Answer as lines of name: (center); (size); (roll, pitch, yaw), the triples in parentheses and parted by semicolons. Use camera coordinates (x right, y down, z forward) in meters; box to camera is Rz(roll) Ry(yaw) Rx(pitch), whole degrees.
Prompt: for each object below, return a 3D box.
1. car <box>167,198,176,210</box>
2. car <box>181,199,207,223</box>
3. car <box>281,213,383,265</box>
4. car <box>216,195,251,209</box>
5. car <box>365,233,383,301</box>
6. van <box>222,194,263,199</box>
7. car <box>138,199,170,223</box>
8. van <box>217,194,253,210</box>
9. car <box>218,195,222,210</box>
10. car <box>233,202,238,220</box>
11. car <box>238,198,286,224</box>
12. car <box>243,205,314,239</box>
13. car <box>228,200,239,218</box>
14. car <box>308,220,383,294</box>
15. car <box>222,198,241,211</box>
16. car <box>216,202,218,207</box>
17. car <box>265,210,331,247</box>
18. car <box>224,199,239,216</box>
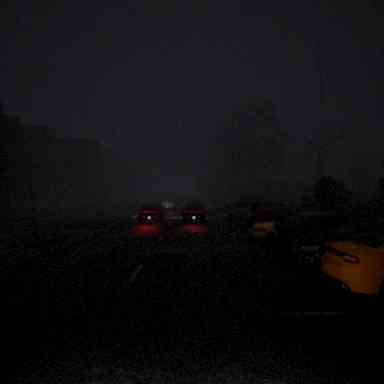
car: (-3.085, 1.563, 43.011); (1.812, 1.442, 4.674); (0, 0, 0)
car: (0.142, 1.628, 26.985); (1.837, 1.490, 4.892); (0, 0, 0)
car: (5.559, 1.561, 10.242); (4.892, 1.521, 2.231); (0, 0, 0)
car: (5.643, 1.360, 46.056); (4.553, 1.767, 2.185); (0, 1, 0)
car: (5.537, 1.523, 4.734); (4.892, 1.521, 2.231); (0, 0, 0)
van: (5.711, 1.352, 35.034); (4.442, 1.987, 1.878); (0, 0, 0)
car: (-3.132, 1.627, 26.917); (1.837, 1.490, 4.892); (0, 0, 0)
van: (5.492, 1.292, 43.303); (4.442, 1.987, 1.878); (0, 1, 0)
car: (5.568, 1.437, 37.919); (4.553, 1.767, 2.185); (0, 0, 0)
car: (5.574, 1.645, 24.018); (4.674, 1.452, 2.002); (0, 0, 0)
car: (5.541, 1.480, 21.256); (4.553, 1.767, 2.185); (0, 0, 0)
car: (5.377, 1.586, 15.753); (5.366, 1.575, 1.946); (0, 0, 0)
car: (5.583, 1.644, 26.771); (4.674, 1.452, 2.002); (0, 0, 0)
car: (5.543, 1.542, 7.489); (5.008, 1.535, 2.097); (0, 0, 0)
car: (5.619, 1.619, 32.282); (4.792, 1.488, 2.163); (0, 0, 0)
car: (5.598, 1.543, 40.547); (4.892, 1.521, 2.231); (0, 0, 0)
car: (5.587, 1.608, 12.992); (4.792, 1.488, 2.163); (0, 0, 0)
car: (5.556, 1.630, 29.530); (4.792, 1.488, 2.163); (0, 0, 0)
